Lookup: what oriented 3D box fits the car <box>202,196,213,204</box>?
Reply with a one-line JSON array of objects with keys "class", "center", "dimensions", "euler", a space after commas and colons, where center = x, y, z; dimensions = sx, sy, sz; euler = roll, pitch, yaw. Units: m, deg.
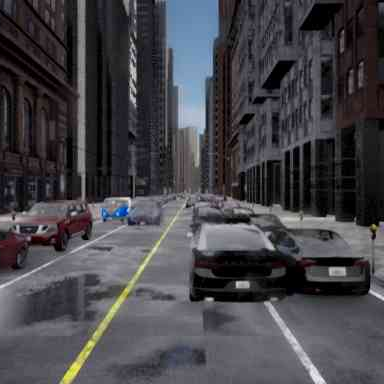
[{"class": "car", "center": [2.970, 1.555, 64.466], "dimensions": [1.802, 1.307, 4.206], "euler": [0, 0, 0]}]

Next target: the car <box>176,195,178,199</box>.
[{"class": "car", "center": [-5.483, 1.518, 86.883], "dimensions": [1.887, 1.381, 4.507], "euler": [0, 0, 0]}]

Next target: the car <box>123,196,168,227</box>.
[{"class": "car", "center": [-3.027, 1.336, 22.741], "dimensions": [2.097, 1.767, 4.553], "euler": [0, 0, 0]}]

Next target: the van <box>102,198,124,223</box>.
[{"class": "van", "center": [-5.680, 1.324, 25.264], "dimensions": [1.690, 1.788, 3.998], "euler": [0, 0, 0]}]

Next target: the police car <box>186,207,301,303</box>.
[{"class": "police car", "center": [0.885, 1.419, 8.409], "dimensions": [1.930, 1.638, 5.238], "euler": [0, 0, 0]}]

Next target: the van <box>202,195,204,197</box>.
[{"class": "van", "center": [2.935, 1.316, 53.261], "dimensions": [1.690, 1.788, 3.998], "euler": [0, 0, 0]}]

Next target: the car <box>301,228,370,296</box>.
[{"class": "car", "center": [2.791, 1.559, 8.445], "dimensions": [1.947, 1.339, 4.313], "euler": [0, 0, 0]}]

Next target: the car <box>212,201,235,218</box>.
[{"class": "car", "center": [2.863, 1.563, 30.853], "dimensions": [1.802, 1.307, 4.206], "euler": [0, 0, 0]}]

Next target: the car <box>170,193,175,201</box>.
[{"class": "car", "center": [-5.519, 1.524, 75.680], "dimensions": [2.008, 1.369, 4.403], "euler": [0, 0, 0]}]

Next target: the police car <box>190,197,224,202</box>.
[{"class": "police car", "center": [0.977, 1.408, 24.412], "dimensions": [1.930, 1.638, 5.238], "euler": [0, 0, 0]}]

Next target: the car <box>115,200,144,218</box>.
[{"class": "car", "center": [-5.663, 1.506, 30.696], "dimensions": [1.752, 1.417, 4.829], "euler": [0, 0, 0]}]

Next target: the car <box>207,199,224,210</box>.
[{"class": "car", "center": [2.898, 1.559, 42.057], "dimensions": [1.802, 1.307, 4.206], "euler": [0, 0, 0]}]

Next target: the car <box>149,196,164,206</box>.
[{"class": "car", "center": [-5.590, 1.415, 53.273], "dimensions": [1.967, 1.590, 4.097], "euler": [0, 0, 0]}]

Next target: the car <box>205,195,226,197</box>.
[{"class": "car", "center": [2.881, 1.294, 36.455], "dimensions": [2.192, 1.841, 5.009], "euler": [0, 0, 0]}]

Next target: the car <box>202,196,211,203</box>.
[{"class": "car", "center": [2.988, 1.555, 70.067], "dimensions": [1.802, 1.307, 4.206], "euler": [0, 0, 0]}]

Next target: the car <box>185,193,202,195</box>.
[{"class": "car", "center": [0.198, 1.465, 61.960], "dimensions": [2.128, 1.511, 4.902], "euler": [0, 0, 0]}]

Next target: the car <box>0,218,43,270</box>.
[{"class": "car", "center": [-5.734, 1.575, 8.459], "dimensions": [1.802, 1.307, 4.206], "euler": [0, 0, 0]}]

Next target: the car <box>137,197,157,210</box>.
[{"class": "car", "center": [-5.626, 1.418, 42.070], "dimensions": [1.967, 1.590, 4.097], "euler": [0, 0, 0]}]

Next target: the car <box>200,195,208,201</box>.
[{"class": "car", "center": [3.042, 1.518, 86.874], "dimensions": [1.887, 1.381, 4.507], "euler": [0, 0, 0]}]

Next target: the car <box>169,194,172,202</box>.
[{"class": "car", "center": [-5.555, 1.539, 64.476], "dimensions": [1.947, 1.339, 4.313], "euler": [0, 0, 0]}]

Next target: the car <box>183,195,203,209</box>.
[{"class": "car", "center": [0.170, 1.541, 45.688], "dimensions": [1.994, 1.385, 4.181], "euler": [0, 0, 1]}]

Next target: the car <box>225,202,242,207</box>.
[{"class": "car", "center": [2.827, 1.536, 19.649], "dimensions": [2.008, 1.369, 4.403], "euler": [0, 0, 0]}]

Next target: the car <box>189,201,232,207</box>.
[{"class": "car", "center": [0.898, 1.492, 18.302], "dimensions": [1.837, 1.490, 4.892], "euler": [0, 0, 0]}]

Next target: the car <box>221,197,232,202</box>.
[{"class": "car", "center": [2.845, 1.423, 25.251], "dimensions": [1.967, 1.590, 4.097], "euler": [0, 0, 0]}]

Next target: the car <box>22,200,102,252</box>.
[{"class": "car", "center": [-5.715, 1.304, 14.061], "dimensions": [2.192, 1.841, 5.009], "euler": [0, 0, 0]}]

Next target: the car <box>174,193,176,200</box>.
[{"class": "car", "center": [-5.501, 1.498, 81.111], "dimensions": [1.752, 1.417, 4.829], "euler": [0, 0, 0]}]
